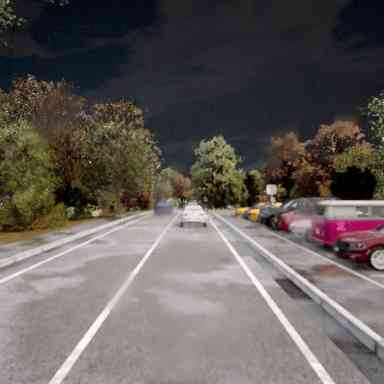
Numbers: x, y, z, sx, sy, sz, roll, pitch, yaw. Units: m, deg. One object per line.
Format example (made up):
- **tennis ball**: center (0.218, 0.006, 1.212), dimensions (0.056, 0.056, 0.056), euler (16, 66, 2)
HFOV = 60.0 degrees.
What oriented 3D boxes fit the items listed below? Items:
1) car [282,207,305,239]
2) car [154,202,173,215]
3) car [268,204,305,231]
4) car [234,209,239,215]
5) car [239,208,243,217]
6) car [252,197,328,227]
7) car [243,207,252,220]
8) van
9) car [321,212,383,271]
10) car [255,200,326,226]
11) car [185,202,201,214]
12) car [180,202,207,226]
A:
- **car**: center (7.078, 1.622, 16.083), dimensions (4.674, 1.452, 2.002), euler (0, 0, 0)
- **car**: center (-3.341, 1.936, 39.693), dimensions (1.882, 1.535, 5.008), euler (0, -1, 0)
- **car**: center (7.106, 1.634, 18.859), dimensions (4.792, 1.488, 2.163), euler (0, 0, 0)
- **car**: center (6.899, 1.762, 32.724), dimensions (5.366, 1.575, 1.946), euler (0, -1, 0)
- **car**: center (7.088, 1.721, 29.956), dimensions (4.892, 1.521, 2.231), euler (0, -1, 0)
- **car**: center (7.050, 1.376, 21.638), dimensions (5.566, 2.045, 2.435), euler (0, 0, 0)
- **car**: center (7.088, 1.681, 27.184), dimensions (5.008, 1.535, 2.097), euler (0, -1, 0)
- **van**: center (7.190, 1.334, 13.309), dimensions (4.442, 1.987, 1.878), euler (0, 0, 0)
- **car**: center (7.078, 1.538, 10.531), dimensions (5.008, 1.535, 2.097), euler (0, 0, 0)
- **car**: center (7.111, 1.526, 24.408), dimensions (4.553, 1.767, 2.185), euler (0, 0, 0)
- **car**: center (0.099, 2.020, 42.950), dimensions (1.882, 1.535, 5.008), euler (0, -2, 0)
- **car**: center (0.099, 1.709, 24.646), dimensions (1.812, 1.442, 4.674), euler (0, -1, 0)
